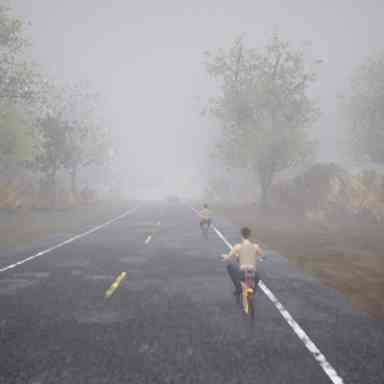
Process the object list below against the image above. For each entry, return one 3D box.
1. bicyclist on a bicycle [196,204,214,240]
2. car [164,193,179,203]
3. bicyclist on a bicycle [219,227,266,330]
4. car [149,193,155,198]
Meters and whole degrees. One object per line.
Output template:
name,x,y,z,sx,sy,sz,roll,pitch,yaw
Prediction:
bicyclist on a bicycle,0.637,1.373,15.557,0.866,1.612,1.509,0,0,-2
car,-3.271,1.178,58.034,2.128,1.511,4.902,0,0,-6
bicyclist on a bicycle,0.925,1.413,5.859,0.866,1.612,1.509,0,0,-1
car,-11.337,1.024,94.025,1.895,1.301,4.718,0,0,-7
